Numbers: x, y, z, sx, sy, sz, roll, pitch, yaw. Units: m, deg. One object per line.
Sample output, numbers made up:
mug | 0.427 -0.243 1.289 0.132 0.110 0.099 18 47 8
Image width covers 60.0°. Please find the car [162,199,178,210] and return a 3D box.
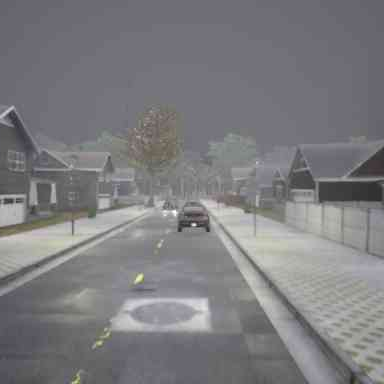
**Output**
car | -2.742 1.665 43.865 1.994 1.385 4.181 0 0 0

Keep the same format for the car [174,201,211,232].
car | 0.104 1.519 20.349 1.837 1.490 4.892 0 0 0

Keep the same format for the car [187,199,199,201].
car | 0.108 1.549 39.053 1.837 1.490 4.892 0 0 0
